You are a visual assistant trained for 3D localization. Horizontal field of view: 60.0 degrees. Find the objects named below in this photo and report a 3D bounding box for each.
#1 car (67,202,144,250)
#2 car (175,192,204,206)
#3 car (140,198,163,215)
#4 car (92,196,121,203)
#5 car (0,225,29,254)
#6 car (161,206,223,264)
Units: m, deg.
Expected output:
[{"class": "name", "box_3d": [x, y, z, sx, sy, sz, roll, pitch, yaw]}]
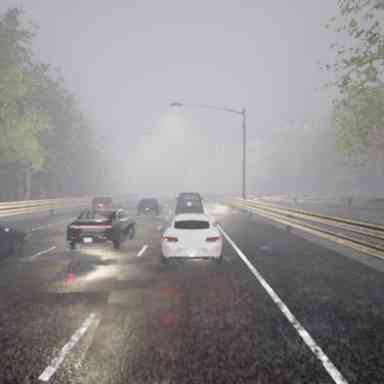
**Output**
[{"class": "car", "box_3d": [-3.511, 1.381, 13.618, 2.128, 1.511, 4.902, 0, 1, 0]}, {"class": "car", "box_3d": [-0.219, 1.009, 27.597, 2.150, 2.045, 5.566, 0, 1, -1]}, {"class": "car", "box_3d": [-3.761, 1.246, 30.184, 1.882, 1.535, 5.008, 0, 0, -1]}, {"class": "car", "box_3d": [-7.233, 1.132, 28.332, 2.097, 1.767, 4.553, 0, 0, -1]}, {"class": "car", "box_3d": [-7.003, 1.466, 9.938, 2.033, 1.411, 5.357, 0, 0, 0]}, {"class": "car", "box_3d": [-0.002, 1.432, 11.373, 1.812, 1.442, 4.674, 0, 1, 0]}]
